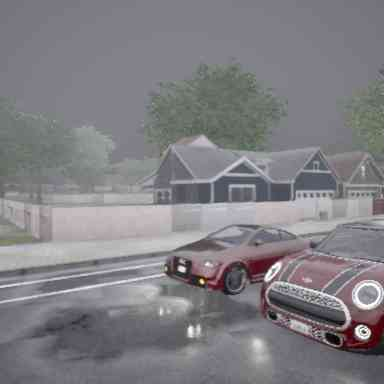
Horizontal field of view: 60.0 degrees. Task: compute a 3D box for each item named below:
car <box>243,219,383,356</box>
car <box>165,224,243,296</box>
[{"bbox_3d":[3.370,1.341,6.087,4.553,1.767,2.097,0,0,-35],"label":"car"},{"bbox_3d":[1.396,1.552,8.671,4.181,1.385,1.994,0,0,-35],"label":"car"}]
